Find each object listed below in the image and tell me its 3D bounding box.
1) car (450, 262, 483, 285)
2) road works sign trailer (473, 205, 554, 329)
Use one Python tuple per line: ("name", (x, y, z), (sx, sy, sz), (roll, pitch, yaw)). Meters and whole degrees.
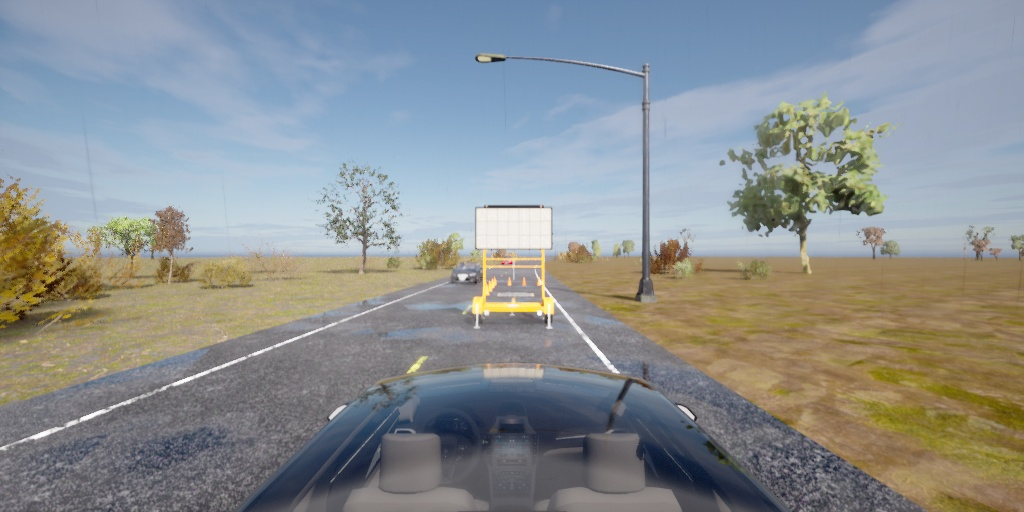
("car", (-3.182, 1.227, 26.018), (2.128, 1.511, 4.902), (0, 0, 2))
("road works sign trailer", (0.057, 0.209, 11.270), (2.380, 3.560, 2.880), (0, 0, 1))
